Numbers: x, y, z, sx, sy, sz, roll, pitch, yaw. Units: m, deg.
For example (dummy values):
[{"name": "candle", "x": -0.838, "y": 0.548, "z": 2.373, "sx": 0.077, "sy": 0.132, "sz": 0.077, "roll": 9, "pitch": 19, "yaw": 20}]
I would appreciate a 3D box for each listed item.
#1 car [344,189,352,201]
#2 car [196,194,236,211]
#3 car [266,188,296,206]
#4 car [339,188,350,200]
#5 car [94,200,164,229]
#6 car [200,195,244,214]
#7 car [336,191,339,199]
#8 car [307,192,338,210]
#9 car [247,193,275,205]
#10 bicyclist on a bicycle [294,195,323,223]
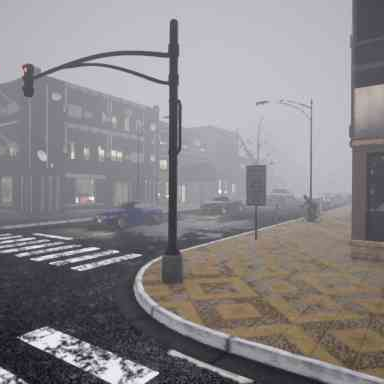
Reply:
[{"name": "car", "x": 25.469, "y": 0.620, "z": 51.649, "sx": 1.887, "sy": 1.381, "sz": 4.507, "roll": 2, "pitch": 2, "yaw": 35}, {"name": "car", "x": 2.440, "y": 1.012, "z": 33.345, "sx": 2.008, "sy": 1.369, "sz": 4.403, "roll": 2, "pitch": 2, "yaw": 35}, {"name": "car", "x": 10.990, "y": 0.526, "z": 40.885, "sx": 2.150, "sy": 2.045, "sz": 5.566, "roll": 1, "pitch": 1, "yaw": 35}, {"name": "car", "x": 24.271, "y": 0.573, "z": 54.515, "sx": 2.033, "sy": 1.411, "sz": 5.357, "roll": 1, "pitch": 1, "yaw": 36}, {"name": "car", "x": -3.609, "y": 1.248, "z": 19.848, "sx": 1.812, "sy": 1.442, "sz": 4.674, "roll": 1, "pitch": 1, "yaw": 37}, {"name": "car", "x": 2.769, "y": 1.016, "z": 29.060, "sx": 1.882, "sy": 1.535, "sz": 5.008, "roll": 1, "pitch": 1, "yaw": 35}, {"name": "car", "x": 18.587, "y": 0.789, "z": 46.281, "sx": 1.895, "sy": 1.301, "sz": 4.718, "roll": 1, "pitch": 1, "yaw": 35}, {"name": "car", "x": 12.701, "y": 0.994, "z": 33.035, "sx": 2.008, "sy": 1.369, "sz": 4.403, "roll": 2, "pitch": 2, "yaw": 35}, {"name": "car", "x": 8.917, "y": 0.822, "z": 42.589, "sx": 1.887, "sy": 1.381, "sz": 4.507, "roll": 2, "pitch": 2, "yaw": 35}, {"name": "bicyclist on a bicycle", "x": 6.821, "y": 1.004, "z": 19.567, "sx": 1.656, "sy": 1.620, "sz": 0.582, "roll": 0, "pitch": 1, "yaw": 35}]
